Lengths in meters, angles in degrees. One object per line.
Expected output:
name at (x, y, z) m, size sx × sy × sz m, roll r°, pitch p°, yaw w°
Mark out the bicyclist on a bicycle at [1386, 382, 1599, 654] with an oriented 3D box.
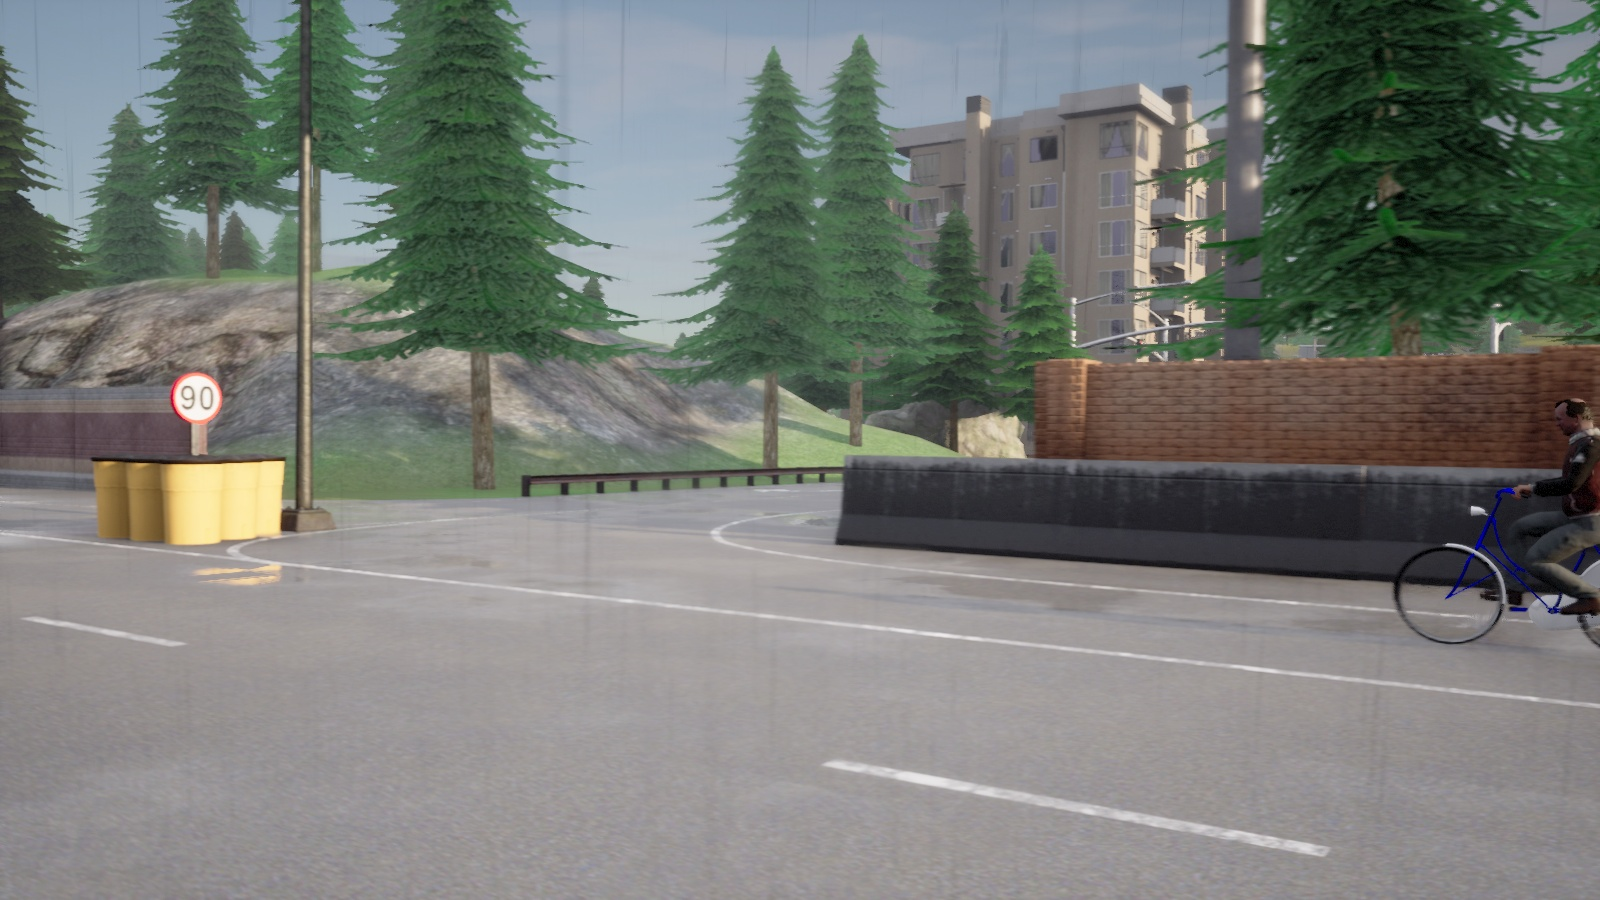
bicyclist on a bicycle at (5.091, 0.438, 8.641) m, size 1.843 × 1.776 × 0.659 m, roll 0°, pitch 1°, yaw 34°
